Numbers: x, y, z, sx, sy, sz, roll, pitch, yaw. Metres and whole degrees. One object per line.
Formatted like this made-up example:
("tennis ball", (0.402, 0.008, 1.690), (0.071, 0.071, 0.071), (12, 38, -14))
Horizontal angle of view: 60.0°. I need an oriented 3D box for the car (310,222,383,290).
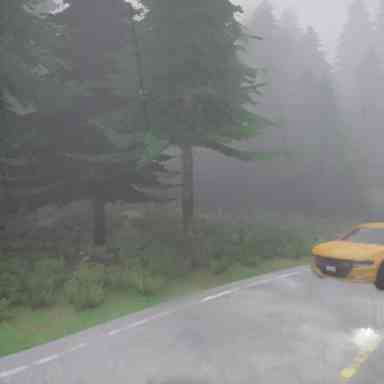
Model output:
("car", (5.556, 1.644, 9.699), (5.008, 1.535, 1.882), (0, -2, -33))
